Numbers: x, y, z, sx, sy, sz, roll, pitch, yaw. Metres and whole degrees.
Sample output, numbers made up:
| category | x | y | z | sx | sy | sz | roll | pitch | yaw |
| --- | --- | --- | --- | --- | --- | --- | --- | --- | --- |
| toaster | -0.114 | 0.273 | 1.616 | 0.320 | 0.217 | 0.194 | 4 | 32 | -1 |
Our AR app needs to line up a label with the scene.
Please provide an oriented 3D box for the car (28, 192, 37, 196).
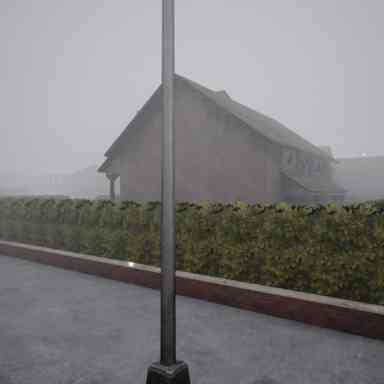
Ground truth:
| category | x | y | z | sx | sy | sz | roll | pitch | yaw |
| --- | --- | --- | --- | --- | --- | --- | --- | --- | --- |
| car | -33.511 | 0.972 | 70.157 | 3.866 | 1.878 | 1.905 | 0 | 0 | 36 |
